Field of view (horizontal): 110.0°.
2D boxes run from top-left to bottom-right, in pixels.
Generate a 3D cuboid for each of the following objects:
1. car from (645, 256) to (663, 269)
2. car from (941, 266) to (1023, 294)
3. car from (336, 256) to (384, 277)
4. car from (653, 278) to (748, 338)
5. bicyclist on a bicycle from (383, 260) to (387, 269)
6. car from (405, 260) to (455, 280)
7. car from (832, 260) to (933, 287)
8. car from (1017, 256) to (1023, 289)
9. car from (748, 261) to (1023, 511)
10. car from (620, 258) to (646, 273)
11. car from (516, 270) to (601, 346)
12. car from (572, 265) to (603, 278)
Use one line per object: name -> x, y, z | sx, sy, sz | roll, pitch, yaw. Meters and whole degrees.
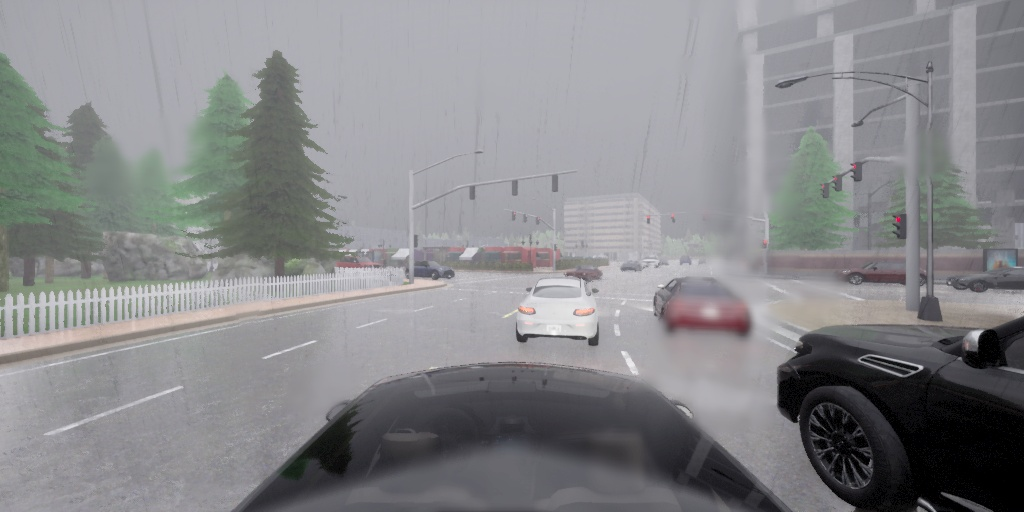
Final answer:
car -> 22.880, 0.973, 59.043 | 2.150, 2.045, 5.566 | 0, 0, 30
car -> 28.011, 1.331, 20.151 | 4.674, 1.442, 1.812 | 0, 0, 29
car -> -15.646, 1.027, 36.692 | 5.566, 2.045, 2.150 | 0, 0, 30
car -> 5.301, 1.314, 10.427 | 1.994, 1.385, 4.181 | 0, 0, 17
bicyclist on a bicycle -> -15.714, 1.258, 44.291 | 0.582, 1.620, 1.656 | 0, 0, -22
car -> -7.306, 1.157, 31.952 | 4.553, 1.767, 2.097 | 0, 0, 30
car -> 25.926, 1.157, 25.385 | 4.553, 1.767, 2.097 | 0, 0, 30
car -> 34.261, 1.027, 20.651 | 5.566, 2.045, 2.150 | 0, 0, 30
car -> 3.737, 0.971, 1.199 | 2.150, 2.045, 5.566 | 0, 0, 0
car -> 15.107, 1.297, 45.180 | 2.033, 1.411, 5.357 | 0, 0, 29
car -> 1.279, 1.276, 9.421 | 1.812, 1.442, 4.674 | 0, 0, 11
car -> 5.669, 1.394, 28.275 | 1.895, 1.301, 4.718 | 0, 0, 29
